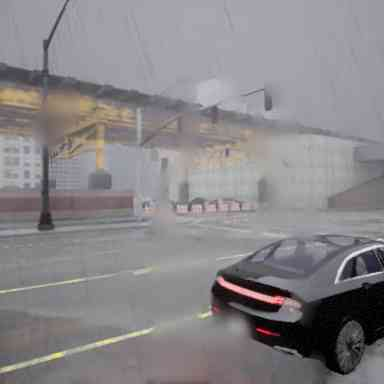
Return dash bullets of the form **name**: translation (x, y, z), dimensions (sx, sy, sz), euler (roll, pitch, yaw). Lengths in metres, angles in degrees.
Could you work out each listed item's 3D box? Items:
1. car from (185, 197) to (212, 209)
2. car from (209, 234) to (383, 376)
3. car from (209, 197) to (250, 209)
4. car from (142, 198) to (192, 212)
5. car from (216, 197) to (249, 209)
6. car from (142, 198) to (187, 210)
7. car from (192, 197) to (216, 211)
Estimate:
- **car**: translation (0.860, 1.245, 39.011), dimensions (1.853, 1.218, 4.536), euler (0, 0, 18)
- **car**: translation (2.554, 1.478, 5.572), dimensions (4.902, 1.511, 2.128), euler (0, 0, -35)
- **car**: translation (4.771, 1.391, 42.705), dimensions (4.974, 1.542, 2.038), euler (0, 0, -7)
- **car**: translation (-2.912, 1.412, 36.294), dimensions (4.974, 1.542, 2.038), euler (0, 0, 8)
- **car**: translation (4.720, 1.233, 42.698), dimensions (4.536, 1.218, 1.853), euler (0, 0, -7)
- **car**: translation (-2.964, 1.255, 36.301), dimensions (4.536, 1.218, 1.853), euler (0, 0, 8)
- **car**: translation (0.844, 1.402, 38.962), dimensions (2.038, 1.542, 4.974), euler (0, 0, 18)
